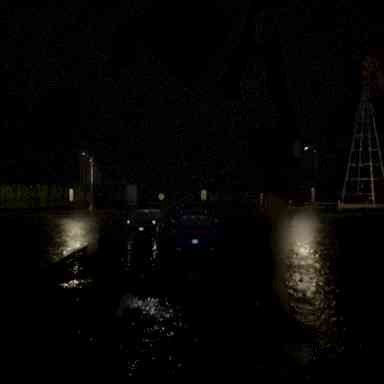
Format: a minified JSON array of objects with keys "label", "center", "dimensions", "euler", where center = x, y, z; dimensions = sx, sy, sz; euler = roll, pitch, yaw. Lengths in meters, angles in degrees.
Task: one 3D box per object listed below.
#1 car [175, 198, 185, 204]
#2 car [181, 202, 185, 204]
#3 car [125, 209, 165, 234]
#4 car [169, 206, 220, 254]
[{"label":"car","center":[-2.726,2.102,76.895],"dimensions":[1.994,1.385,4.181],"euler":[0,0,0]},{"label":"car","center":[0.110,1.741,24.976],"dimensions":[2.033,1.411,5.357],"euler":[0,0,0]},{"label":"car","center":[-2.812,1.762,20.626],"dimensions":[1.895,1.301,4.718],"euler":[0,0,0]},{"label":"car","center":[0.106,1.588,14.071],"dimensions":[1.882,1.535,5.008],"euler":[0,-1,0]}]
